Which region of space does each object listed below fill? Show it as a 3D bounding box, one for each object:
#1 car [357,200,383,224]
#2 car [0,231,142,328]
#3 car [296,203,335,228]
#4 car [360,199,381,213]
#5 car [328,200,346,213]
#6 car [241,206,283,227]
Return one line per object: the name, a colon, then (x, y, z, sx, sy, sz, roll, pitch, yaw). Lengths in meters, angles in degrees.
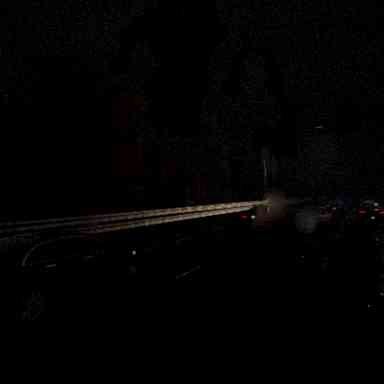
car: (13.271, 1.539, 24.510, 1.812, 1.442, 4.674, -1, -1, 27)
car: (-3.000, 1.626, 7.416, 1.837, 1.490, 4.892, -1, -1, 25)
car: (8.353, 1.674, 22.545, 1.895, 1.301, 4.718, -1, -1, 27)
car: (20.681, 1.595, 38.560, 1.994, 1.385, 4.181, -1, -1, 28)
car: (16.711, 1.618, 38.555, 1.812, 1.442, 4.674, -1, 0, 28)
car: (5.130, 1.684, 23.942, 2.033, 1.411, 5.357, -1, -1, 27)
